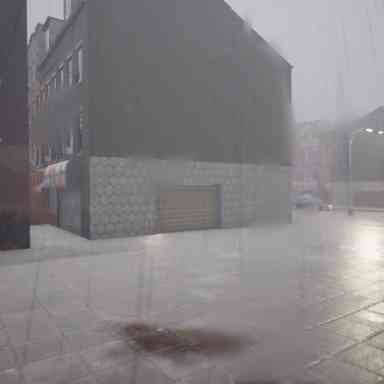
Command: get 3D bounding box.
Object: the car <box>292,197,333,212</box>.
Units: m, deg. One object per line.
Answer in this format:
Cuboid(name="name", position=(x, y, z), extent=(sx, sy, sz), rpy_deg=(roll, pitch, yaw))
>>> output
Cuboid(name="car", position=(12.366, 1.291, 35.062), extent=(2.128, 1.511, 4.902), rpy_deg=(-1, 1, -35))
